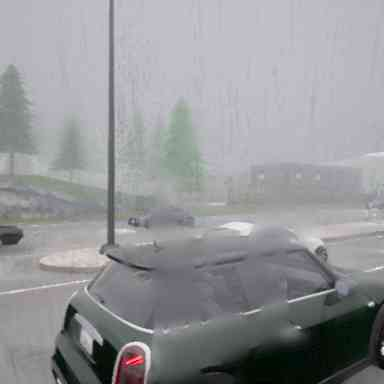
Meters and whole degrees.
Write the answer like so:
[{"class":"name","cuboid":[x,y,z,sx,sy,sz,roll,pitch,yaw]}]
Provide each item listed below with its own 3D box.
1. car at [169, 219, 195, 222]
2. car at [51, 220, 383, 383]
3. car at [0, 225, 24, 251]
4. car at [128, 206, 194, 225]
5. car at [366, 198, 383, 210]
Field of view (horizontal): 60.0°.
[{"class":"car","cuboid":[1.869,1.535,9.296,4.674,1.442,1.812,0,0,-35]},{"class":"car","cuboid":[0.779,1.356,4.215,4.553,1.767,2.097,0,0,-36]},{"class":"car","cuboid":[-8.764,1.584,11.925,4.718,1.301,1.895,0,0,-34]},{"class":"car","cuboid":[-1.886,1.570,20.982,4.181,1.385,1.994,0,0,-35]},{"class":"car","cuboid":[24.834,1.581,43.884,4.902,1.511,2.128,0,0,-35]}]
